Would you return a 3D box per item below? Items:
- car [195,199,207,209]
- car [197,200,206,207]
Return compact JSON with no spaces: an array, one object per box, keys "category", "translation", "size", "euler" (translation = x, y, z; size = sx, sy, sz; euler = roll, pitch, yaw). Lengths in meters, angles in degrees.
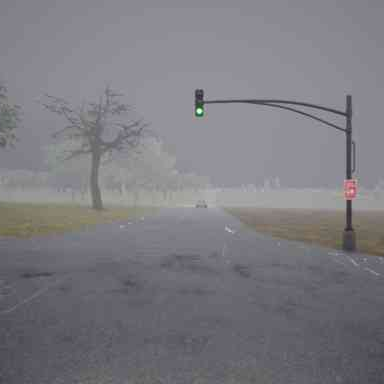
[{"category":"car","translation":[1.605,2.100,56.679],"size":[1.994,1.385,4.181],"euler":[0,-1,2]},{"category":"car","translation":[1.931,2.266,66.712],"size":[1.837,1.490,4.892],"euler":[0,-1,2]}]
